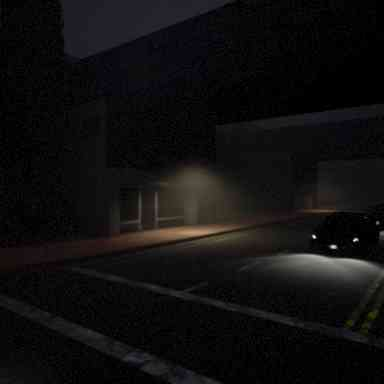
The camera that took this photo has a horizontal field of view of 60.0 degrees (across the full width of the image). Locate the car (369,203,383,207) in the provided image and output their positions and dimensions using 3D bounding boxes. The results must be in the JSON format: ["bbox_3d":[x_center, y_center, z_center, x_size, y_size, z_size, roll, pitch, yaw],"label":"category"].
[{"bbox_3d":[12.256,1.520,21.619,1.812,1.442,4.674,0,0,36],"label":"car"}]

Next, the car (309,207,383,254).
[{"bbox_3d":[6.528,1.540,13.831,2.033,1.411,5.357,0,0,36],"label":"car"}]

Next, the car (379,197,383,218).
[{"bbox_3d":[18.345,1.347,29.904,2.097,1.767,4.553,0,0,36],"label":"car"}]
